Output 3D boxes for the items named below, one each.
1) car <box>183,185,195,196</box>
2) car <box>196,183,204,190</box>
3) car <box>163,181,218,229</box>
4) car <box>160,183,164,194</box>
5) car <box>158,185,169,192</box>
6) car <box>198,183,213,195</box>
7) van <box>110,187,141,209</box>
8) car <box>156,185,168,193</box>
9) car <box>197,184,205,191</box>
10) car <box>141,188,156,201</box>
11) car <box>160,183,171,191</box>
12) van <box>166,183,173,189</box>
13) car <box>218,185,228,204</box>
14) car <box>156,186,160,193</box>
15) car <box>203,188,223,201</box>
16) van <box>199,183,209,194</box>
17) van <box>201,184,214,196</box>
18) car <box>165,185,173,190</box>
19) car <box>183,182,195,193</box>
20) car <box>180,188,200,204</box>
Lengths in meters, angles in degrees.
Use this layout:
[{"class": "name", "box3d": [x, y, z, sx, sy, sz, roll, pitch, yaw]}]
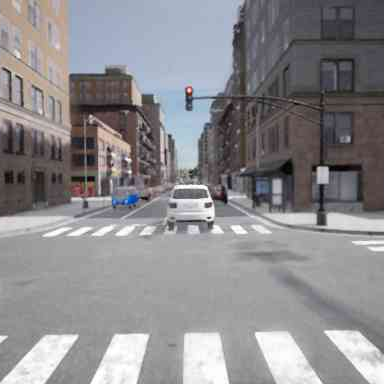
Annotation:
[{"class": "car", "box3d": [-0.443, -0.265, 52.794, 1.882, 1.535, 5.008, -1, 2, 0]}, {"class": "car", "box3d": [1.958, -1.294, 82.070, 1.967, 1.590, 4.097, -1, 2, 0]}, {"class": "car", "box3d": [-0.065, 0.653, 17.156, 2.150, 2.045, 5.566, -1, 2, 0]}, {"class": "car", "box3d": [-5.908, -0.409, 60.223, 1.752, 1.417, 4.829, -1, 2, 0]}, {"class": "car", "box3d": [-6.001, -0.730, 71.199, 1.947, 1.339, 4.313, -1, 2, 0]}, {"class": "car", "box3d": [2.220, -0.529, 55.052, 2.192, 1.841, 5.009, -1, 2, 0]}, {"class": "van", "box3d": [-5.634, 0.470, 27.967, 1.690, 1.788, 3.998, -1, 2, 0]}, {"class": "car", "box3d": [-5.955, -0.567, 65.796, 2.008, 1.369, 4.403, -1, 2, 0]}, {"class": "car", "box3d": [2.010, -1.037, 76.841, 1.752, 1.417, 4.829, -1, 2, 0]}, {"class": "car", "box3d": [-5.724, 0.339, 38.781, 1.947, 1.339, 4.313, -1, 2, 0]}, {"class": "car", "box3d": [-6.050, -1.159, 76.594, 2.192, 1.841, 5.009, -1, 2, 0]}, {"class": "van", "box3d": [-6.188, -1.667, 92.804, 1.690, 1.788, 3.998, -1, 2, 0]}, {"class": "car", "box3d": [2.430, 0.183, 33.439, 2.192, 1.841, 5.009, -1, 2, 0]}, {"class": "car", "box3d": [-5.771, 0.140, 44.183, 1.887, 1.381, 4.507, -1, 2, 0]}, {"class": "car", "box3d": [2.380, 0.241, 38.850, 2.008, 1.369, 4.403, -1, 2, 0]}, {"class": "van", "box3d": [2.167, -0.681, 60.456, 1.690, 1.788, 3.998, -1, 2, 0]}, {"class": "van", "box3d": [2.272, -0.324, 49.649, 1.690, 1.788, 3.998, -1, 2, 0]}, {"class": "car", "box3d": [-6.139, -1.248, 87.409, 1.802, 1.307, 4.206, -1, 2, 0]}, {"class": "car", "box3d": [-0.538, -0.866, 63.229, 2.150, 2.045, 5.566, -1, 2, 0]}, {"class": "car", "box3d": [-0.201, 0.359, 35.937, 2.033, 1.411, 5.357, -1, 2, 0]}]
